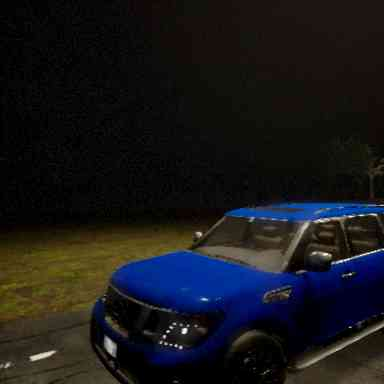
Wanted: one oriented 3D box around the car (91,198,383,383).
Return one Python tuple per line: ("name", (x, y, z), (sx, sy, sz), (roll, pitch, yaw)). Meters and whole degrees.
("car", (1.414, 1.221, 5.002), (5.566, 2.045, 2.150), (0, 0, -36))
